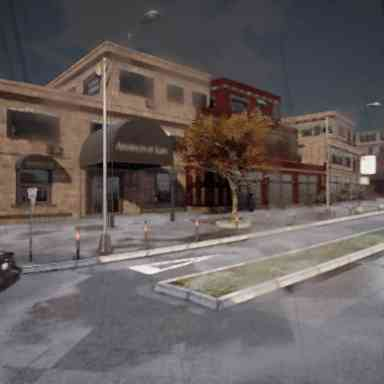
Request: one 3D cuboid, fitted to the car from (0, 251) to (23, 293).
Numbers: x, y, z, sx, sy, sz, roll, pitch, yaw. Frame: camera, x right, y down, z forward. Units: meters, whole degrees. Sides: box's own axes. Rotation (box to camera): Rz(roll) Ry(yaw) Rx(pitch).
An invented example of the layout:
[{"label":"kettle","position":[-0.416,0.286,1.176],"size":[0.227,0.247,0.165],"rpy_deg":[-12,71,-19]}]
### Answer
[{"label":"car","position":[-6.556,1.681,6.866],"size":[5.357,1.411,2.033],"rpy_deg":[0,-1,-10]}]
